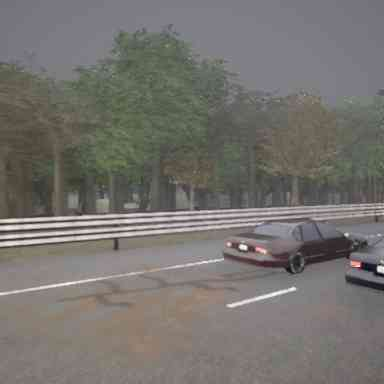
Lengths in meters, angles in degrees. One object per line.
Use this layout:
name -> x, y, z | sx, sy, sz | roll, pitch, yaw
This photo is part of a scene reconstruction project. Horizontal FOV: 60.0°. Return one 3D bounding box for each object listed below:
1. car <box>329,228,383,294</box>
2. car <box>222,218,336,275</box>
car -> 5.753, 1.546, 7.853 | 5.357, 1.411, 2.033 | 0, 0, -36
car -> 3.434, 1.546, 10.494 | 5.357, 1.411, 2.033 | 0, 0, -35
